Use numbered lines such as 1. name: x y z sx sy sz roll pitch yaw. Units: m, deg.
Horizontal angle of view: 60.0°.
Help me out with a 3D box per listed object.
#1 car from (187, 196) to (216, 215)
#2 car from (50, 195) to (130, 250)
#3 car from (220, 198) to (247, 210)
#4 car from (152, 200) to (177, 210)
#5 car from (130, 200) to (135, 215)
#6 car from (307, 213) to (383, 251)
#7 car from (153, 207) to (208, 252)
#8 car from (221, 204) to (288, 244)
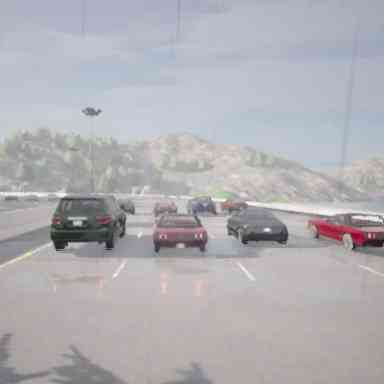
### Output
1. car: 0.797 1.133 30.797 2.097 1.767 4.553 0 0 -9
2. car: -4.099 1.127 13.954 2.150 2.045 5.566 0 0 -5
3. car: 4.090 1.292 32.298 1.812 1.442 4.674 0 0 -10
4. car: -2.460 1.397 29.261 1.895 1.301 4.718 0 0 -9
5. car: -6.358 1.351 31.203 1.994 1.385 4.181 0 0 -10
6. car: 6.462 1.497 13.523 1.895 1.301 4.718 0 0 -4
7. car: -0.547 1.506 13.416 1.895 1.301 4.718 0 0 -4
8. car: 2.803 1.453 15.122 1.994 1.385 4.181 0 0 -5
